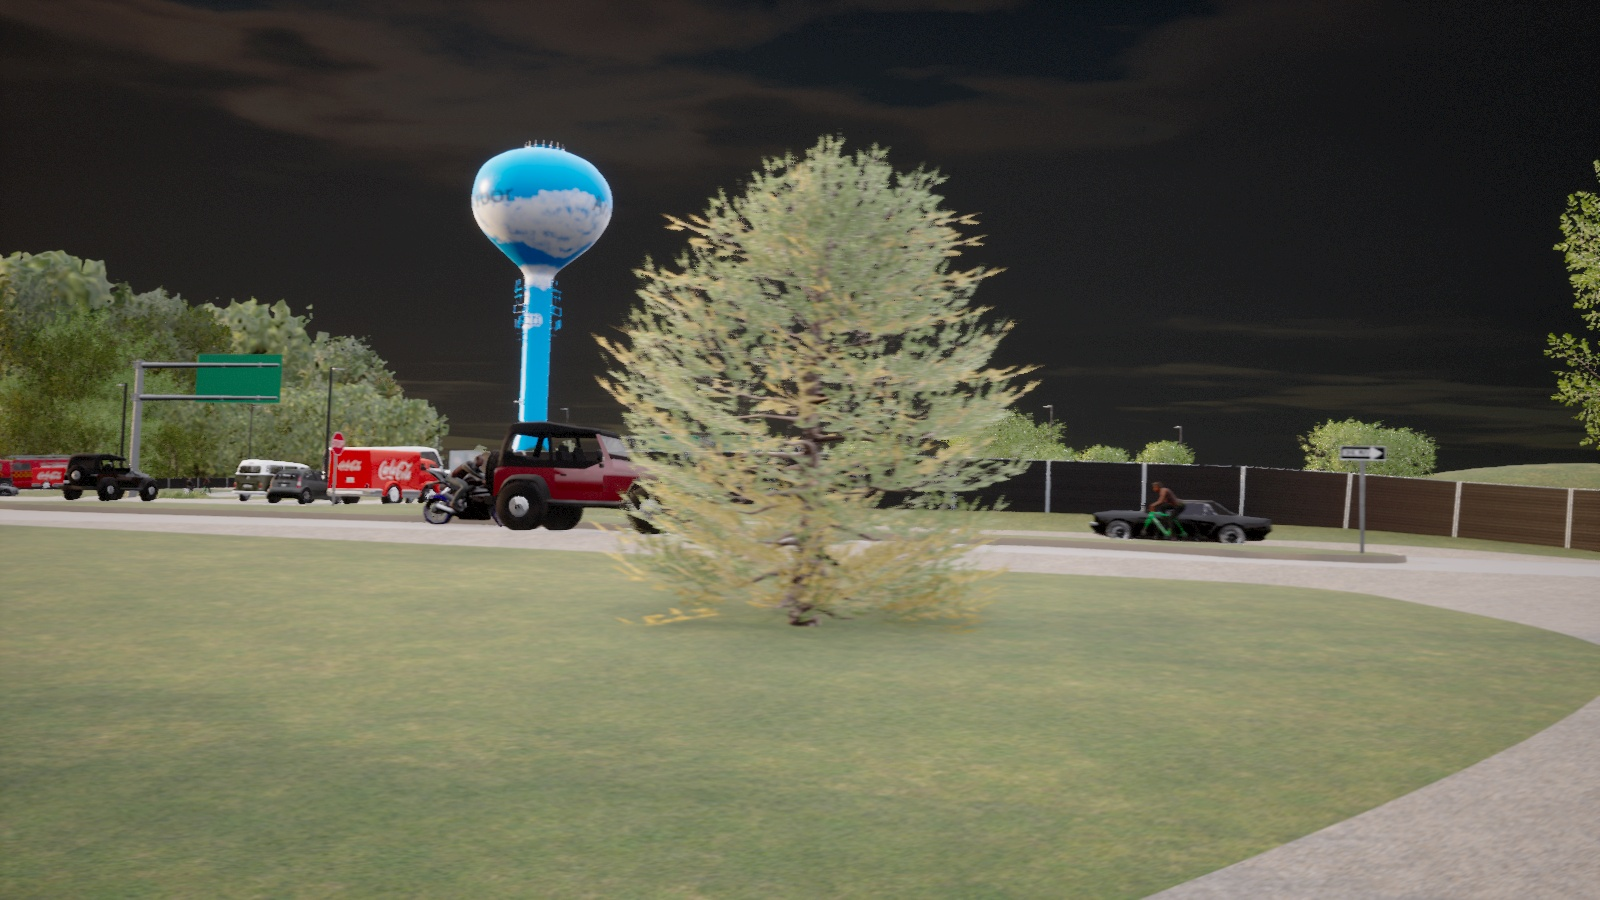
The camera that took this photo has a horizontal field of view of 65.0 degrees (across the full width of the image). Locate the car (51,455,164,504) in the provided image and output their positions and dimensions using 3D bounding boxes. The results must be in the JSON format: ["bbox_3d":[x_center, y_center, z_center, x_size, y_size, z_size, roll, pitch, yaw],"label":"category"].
[{"bbox_3d":[-27.932,1.239,50.798,1.905,1.878,3.866,1,-2,11],"label":"car"}]

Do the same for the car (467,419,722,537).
[{"bbox_3d":[-3.494,0.504,21.700,3.866,1.878,1.905,1,-4,12],"label":"car"}]

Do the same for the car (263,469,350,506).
[{"bbox_3d":[-22.864,1.768,58.329,1.851,1.617,3.988,1,-2,11],"label":"car"}]

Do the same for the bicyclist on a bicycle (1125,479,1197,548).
[{"bbox_3d":[8.843,1.556,30.743,1.656,1.620,0.582,1,-3,16],"label":"bicyclist on a bicycle"}]

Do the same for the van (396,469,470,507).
[{"bbox_3d":[-20.483,2.149,70.260,2.069,2.038,4.480,1,-2,11],"label":"van"}]

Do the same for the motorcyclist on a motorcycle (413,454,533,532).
[{"bbox_3d":[-6.741,0.899,25.954,2.191,1.530,0.866,1,-3,12],"label":"motorcyclist on a motorcycle"}]

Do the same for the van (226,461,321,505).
[{"bbox_3d":[-25.764,1.670,61.669,2.069,2.038,4.480,1,-2,11],"label":"van"}]

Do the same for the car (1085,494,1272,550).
[{"bbox_3d":[10.253,1.968,34.282,4.718,1.301,1.895,1,-3,14],"label":"car"}]

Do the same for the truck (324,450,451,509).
[{"bbox_3d":[-18.273,1.355,55.974,2.627,2.467,5.204,0,-2,21],"label":"truck"}]
